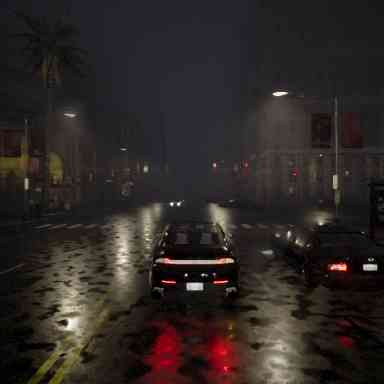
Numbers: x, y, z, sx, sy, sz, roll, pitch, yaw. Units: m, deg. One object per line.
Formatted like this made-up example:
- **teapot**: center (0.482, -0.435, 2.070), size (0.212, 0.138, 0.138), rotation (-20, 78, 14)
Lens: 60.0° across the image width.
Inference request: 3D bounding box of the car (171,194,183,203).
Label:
- **car**: center (-3.492, 1.595, 71.623), size (1.895, 1.301, 4.718), rotation (0, 0, 0)

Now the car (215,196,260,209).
- **car**: center (6.243, 1.547, 43.923), size (5.357, 1.411, 2.033), rotation (0, 0, -12)

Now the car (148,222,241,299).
- **car**: center (0.060, 1.492, 8.425), size (2.128, 1.511, 4.902), rotation (0, 0, 0)

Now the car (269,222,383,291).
- **car**: center (3.563, 1.547, 9.127), size (2.033, 1.411, 5.357), rotation (0, 0, 0)

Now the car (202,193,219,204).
- **car**: center (3.576, 1.477, 64.327), size (1.882, 1.535, 5.008), rotation (0, 0, -1)

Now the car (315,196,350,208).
- **car**: center (20.351, 1.352, 48.292), size (4.553, 1.767, 2.097), rotation (0, 0, 0)

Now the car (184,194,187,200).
- **car**: center (-2.713, 1.355, 91.427), size (2.097, 1.767, 4.553), rotation (0, 0, 10)
